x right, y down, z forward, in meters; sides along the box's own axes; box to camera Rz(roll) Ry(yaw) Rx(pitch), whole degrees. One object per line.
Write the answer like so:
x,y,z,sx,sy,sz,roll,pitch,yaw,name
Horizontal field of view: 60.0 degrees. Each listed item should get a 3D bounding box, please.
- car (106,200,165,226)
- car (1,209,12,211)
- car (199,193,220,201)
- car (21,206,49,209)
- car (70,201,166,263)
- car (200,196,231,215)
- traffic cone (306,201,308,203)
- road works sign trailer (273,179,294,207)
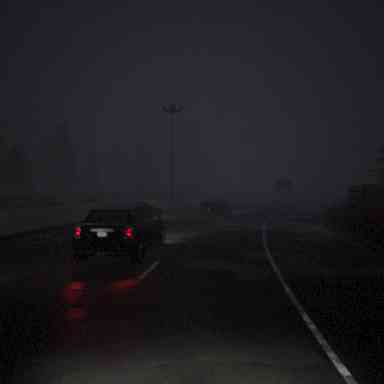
-3.716,1.337,23.088,2.033,1.411,5.357,0,1,15,car
-15.893,1.237,31.705,1.994,1.385,4.181,0,1,18,car
3.530,0.932,67.945,1.837,1.490,4.892,0,1,37,car
-13.012,1.269,29.156,1.994,1.385,4.181,0,0,17,car
-2.342,1.242,11.828,2.097,1.767,4.553,0,0,8,car
2.216,1.228,30.177,1.882,1.535,5.008,0,0,19,car
19.038,1.553,55.132,0.340,0.580,0.340,1,1,34,traffic cone
12.210,0.132,44.049,2.380,3.560,2.880,1,1,34,road works sign trailer
